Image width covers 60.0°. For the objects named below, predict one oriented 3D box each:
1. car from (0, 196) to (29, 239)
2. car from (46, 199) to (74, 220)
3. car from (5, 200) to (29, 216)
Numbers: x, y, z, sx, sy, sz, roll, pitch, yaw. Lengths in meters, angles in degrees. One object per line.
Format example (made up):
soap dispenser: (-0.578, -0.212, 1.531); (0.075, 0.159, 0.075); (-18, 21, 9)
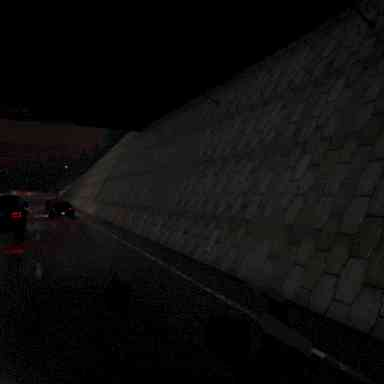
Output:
car: (-9.636, 1.189, 16.824); (2.150, 2.045, 5.566); (0, 0, -25)
car: (-11.001, 1.481, 27.954); (1.812, 1.442, 4.674); (0, 0, -25)
car: (-17.064, 1.540, 32.634); (1.895, 1.301, 4.718); (0, 0, -25)
